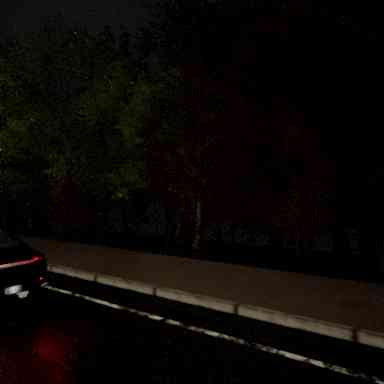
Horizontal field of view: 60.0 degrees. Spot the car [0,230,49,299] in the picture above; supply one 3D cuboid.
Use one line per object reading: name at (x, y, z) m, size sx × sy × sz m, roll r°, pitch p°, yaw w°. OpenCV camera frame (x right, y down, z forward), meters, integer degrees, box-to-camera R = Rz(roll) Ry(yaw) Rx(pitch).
car at (-5.163, 1.547, 7.364) m, size 4.902 × 1.511 × 2.128 m, roll 0°, pitch 0°, yaw 35°
